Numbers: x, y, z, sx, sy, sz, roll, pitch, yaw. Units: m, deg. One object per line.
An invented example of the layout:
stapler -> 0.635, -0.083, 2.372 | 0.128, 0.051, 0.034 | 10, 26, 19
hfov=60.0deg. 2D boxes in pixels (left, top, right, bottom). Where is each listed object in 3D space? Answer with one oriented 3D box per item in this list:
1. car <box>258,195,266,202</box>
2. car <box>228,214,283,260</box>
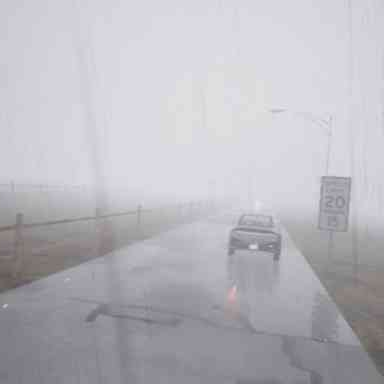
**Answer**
car -> 18.560, 1.905, 88.479 | 1.812, 1.442, 4.674 | 4, 1, 12
car -> 2.565, 1.639, 13.404 | 2.128, 1.511, 4.902 | 4, 0, 12
